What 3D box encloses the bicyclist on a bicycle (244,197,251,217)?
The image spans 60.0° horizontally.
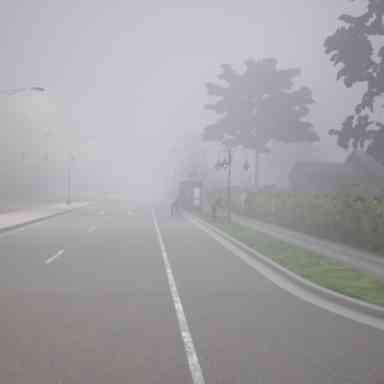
[{"bbox_3d":[4.456,1.176,26.914,0.582,1.620,1.656,1,0,2],"label":"bicyclist on a bicycle"}]

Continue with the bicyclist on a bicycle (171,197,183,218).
[{"bbox_3d":[-1.179,1.218,25.896,0.582,1.620,1.656,1,1,-39],"label":"bicyclist on a bicycle"}]

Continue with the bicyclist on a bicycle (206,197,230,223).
[{"bbox_3d":[1.688,1.162,21.501,1.656,1.620,0.582,1,0,-13],"label":"bicyclist on a bicycle"}]
